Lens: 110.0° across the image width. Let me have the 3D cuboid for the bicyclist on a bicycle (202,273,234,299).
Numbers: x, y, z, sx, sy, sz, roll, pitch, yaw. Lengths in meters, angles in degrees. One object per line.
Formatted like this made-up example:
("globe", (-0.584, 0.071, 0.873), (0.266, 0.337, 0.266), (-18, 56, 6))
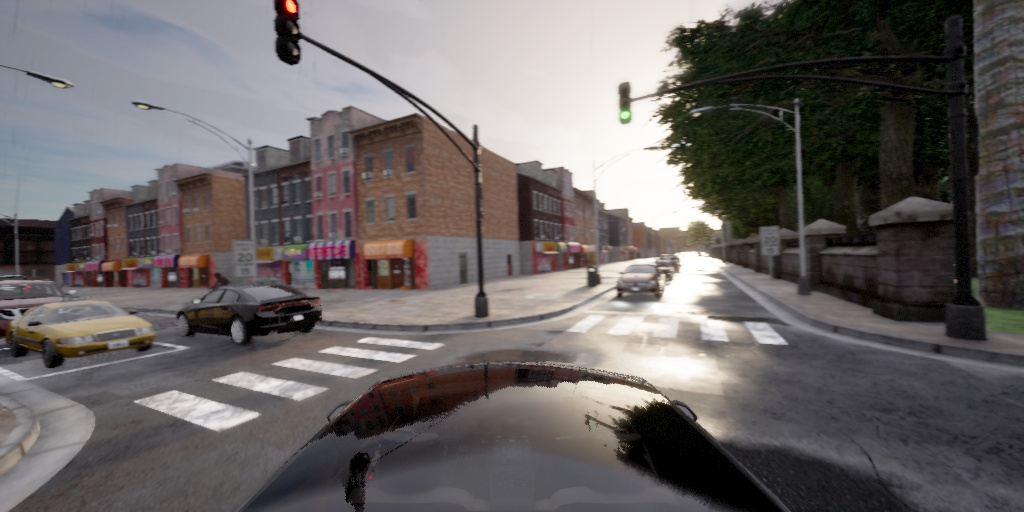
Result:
("bicyclist on a bicycle", (-13.381, 1.606, 16.550), (0.582, 1.620, 1.656), (-2, 0, 27))

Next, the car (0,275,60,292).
("car", (-15.800, 1.696, 11.464), (5.009, 1.841, 2.192), (0, 0, 27))

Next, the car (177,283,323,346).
("car", (-7.765, 1.547, 10.525), (5.008, 1.535, 1.882), (-2, -1, 28))

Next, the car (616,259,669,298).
("car", (6.201, 1.077, 17.061), (1.812, 1.442, 4.674), (-2, 0, 27))

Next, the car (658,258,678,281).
("car", (10.286, 1.018, 25.174), (1.895, 1.301, 4.718), (-2, 0, 27))

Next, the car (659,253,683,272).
("car", (14.828, 0.619, 34.163), (2.097, 1.767, 4.553), (-2, 0, 27))

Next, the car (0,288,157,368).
("car", (-10.774, 1.712, 8.953), (4.829, 1.417, 1.751), (0, 0, 27))
